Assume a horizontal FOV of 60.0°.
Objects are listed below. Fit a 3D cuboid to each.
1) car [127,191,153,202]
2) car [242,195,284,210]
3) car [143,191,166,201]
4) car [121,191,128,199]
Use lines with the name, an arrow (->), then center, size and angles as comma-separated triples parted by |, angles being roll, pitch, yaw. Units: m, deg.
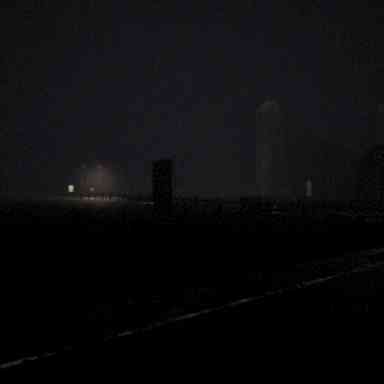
car -> -8.506, 0.930, 56.463 | 2.033, 1.411, 5.357 | -1, 1, -35
car -> 7.307, 1.145, 34.533 | 1.837, 1.490, 4.892 | -1, 1, -36
car -> -6.752, 0.687, 58.883 | 2.097, 1.767, 4.553 | -1, 1, -36
car -> -12.544, 0.590, 66.819 | 2.097, 1.767, 4.553 | -1, 1, -36
